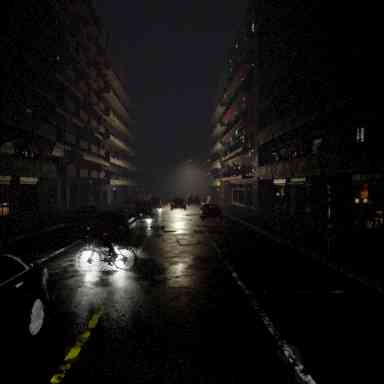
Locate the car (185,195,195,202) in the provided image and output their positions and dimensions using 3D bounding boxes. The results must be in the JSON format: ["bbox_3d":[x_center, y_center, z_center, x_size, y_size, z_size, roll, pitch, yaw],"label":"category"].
[{"bbox_3d":[-0.507,1.478,72.257,1.887,1.381,4.507,-1,0,-3],"label":"car"}]

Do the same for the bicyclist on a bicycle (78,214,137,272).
[{"bbox_3d":[-2.397,1.450,9.345,1.656,1.620,0.582,-2,0,-2],"label":"bicyclist on a bicycle"}]

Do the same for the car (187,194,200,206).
[{"bbox_3d":[0.244,1.271,55.279,2.192,1.841,5.009,-1,0,-3],"label":"car"}]

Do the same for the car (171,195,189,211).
[{"bbox_3d":[-1.659,1.496,41.057,1.812,1.442,4.674,0,0,-3],"label":"car"}]

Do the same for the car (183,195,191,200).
[{"bbox_3d":[-1.479,1.461,94.893,1.947,1.339,4.313,-1,0,-3],"label":"car"}]

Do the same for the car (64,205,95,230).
[{"bbox_3d":[-6.578,1.532,20.896,1.887,1.381,4.507,-1,0,-3],"label":"car"}]

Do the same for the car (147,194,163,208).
[{"bbox_3d":[-5.096,1.466,46.135,1.837,1.490,4.892,0,1,-3],"label":"car"}]

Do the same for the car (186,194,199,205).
[{"bbox_3d":[-0.008,1.264,60.939,2.192,1.841,5.009,-1,0,-3],"label":"car"}]

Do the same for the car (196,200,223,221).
[{"bbox_3d":[1.507,1.565,26.987,1.802,1.307,4.206,-1,0,-3],"label":"car"}]

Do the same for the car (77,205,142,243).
[{"bbox_3d":[-3.744,1.554,15.844,1.994,1.385,4.181,0,0,-2],"label":"car"}]

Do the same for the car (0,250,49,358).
[{"bbox_3d":[-3.199,1.503,3.636,1.837,1.490,4.892,0,0,-3],"label":"car"}]

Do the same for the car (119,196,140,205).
[{"bbox_3d":[-7.326,1.498,37.702,1.752,1.417,4.829,-1,0,-3],"label":"car"}]

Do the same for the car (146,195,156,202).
[{"bbox_3d":[-8.843,1.477,71.826,1.887,1.381,4.507,-1,0,-3],"label":"car"}]

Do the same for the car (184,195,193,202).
[{"bbox_3d":[-0.753,1.490,77.916,1.947,1.339,4.313,-1,0,-3],"label":"car"}]

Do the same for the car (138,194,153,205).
[{"bbox_3d":[-8.344,1.264,60.507,2.192,1.841,5.009,-1,0,-3],"label":"car"}]

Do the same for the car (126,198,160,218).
[{"bbox_3d":[-4.372,1.527,30.543,2.033,1.411,5.357,0,0,-2],"label":"car"}]

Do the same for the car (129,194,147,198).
[{"bbox_3d":[-7.589,1.283,43.531,2.192,1.841,5.009,-1,0,-3],"label":"car"}]

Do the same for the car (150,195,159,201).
[{"bbox_3d":[-9.347,1.480,83.146,1.947,1.339,4.313,-1,0,-3],"label":"car"}]
